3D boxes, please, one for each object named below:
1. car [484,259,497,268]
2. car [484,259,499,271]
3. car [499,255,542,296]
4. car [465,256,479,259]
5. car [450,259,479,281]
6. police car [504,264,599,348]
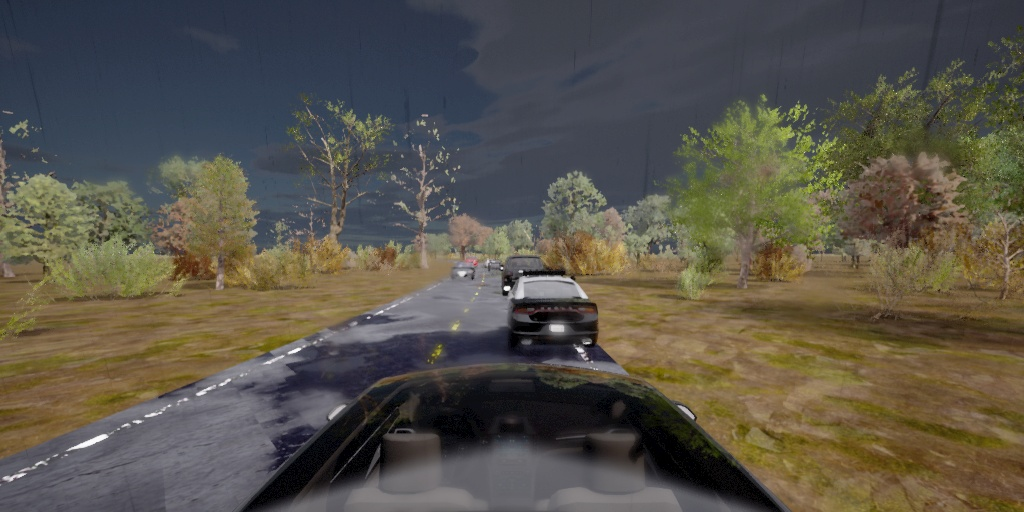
[{"bbox_3d":[-3.595,1.266,59.848,1.812,1.442,4.674,0,0,-8],"label":"car"},{"bbox_3d":[-2.314,1.231,48.050,2.128,1.511,4.902,0,0,-5],"label":"car"},{"bbox_3d":[0.531,0.969,19.363,2.150,2.045,5.566,0,0,-2],"label":"car"},{"bbox_3d":[-7.041,0.965,62.629,2.150,2.045,5.566,0,0,-7],"label":"car"},{"bbox_3d":[-4.065,1.234,30.364,2.128,1.511,4.902,0,0,-4],"label":"car"},{"bbox_3d":[0.820,1.173,9.398,1.930,1.638,5.238,0,0,-1],"label":"police car"}]
